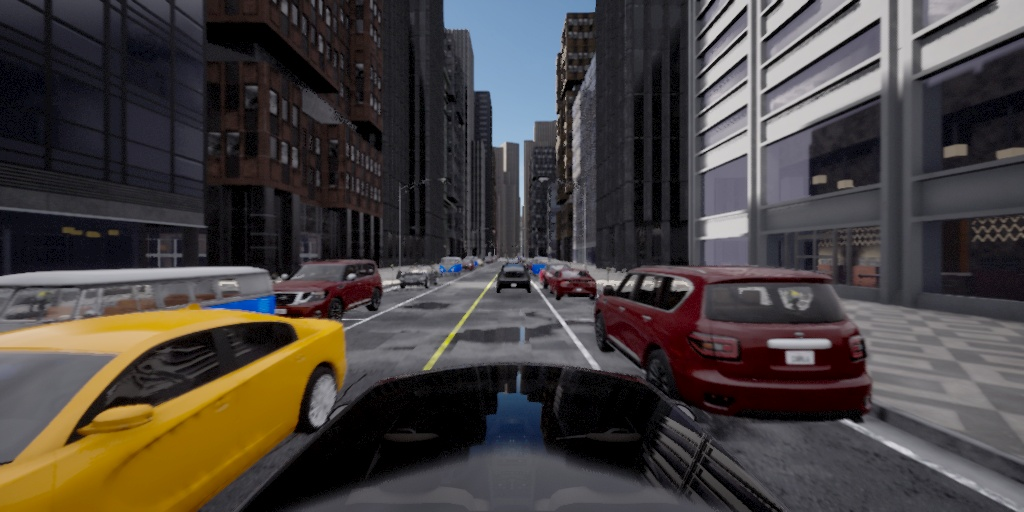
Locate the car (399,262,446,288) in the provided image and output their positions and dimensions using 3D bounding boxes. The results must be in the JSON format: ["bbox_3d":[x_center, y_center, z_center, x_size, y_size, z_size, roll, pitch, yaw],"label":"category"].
[{"bbox_3d":[-5.761,1.243,22.650,2.007,1.370,4.403,0,0,0],"label":"car"}]

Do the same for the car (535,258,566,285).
[{"bbox_3d":[2.764,1.127,22.659,1.967,1.591,4.097,0,0,0],"label":"car"}]

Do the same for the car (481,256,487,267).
[{"bbox_3d":[-5.761,1.112,61.746,1.751,1.417,4.829,0,0,0],"label":"car"}]

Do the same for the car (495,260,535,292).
[{"bbox_3d":[0.097,1.202,20.605,1.837,1.490,4.892,0,1,0],"label":"car"}]

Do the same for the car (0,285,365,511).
[{"bbox_3d":[-3.095,1.226,2.660,1.882,1.535,5.008,0,0,0],"label":"car"}]

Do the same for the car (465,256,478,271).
[{"bbox_3d":[-5.761,1.069,45.089,1.967,1.591,4.097,0,0,0],"label":"car"}]

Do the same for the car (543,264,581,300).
[{"bbox_3d":[2.764,1.249,17.051,1.888,1.381,4.507,0,0,0],"label":"car"}]

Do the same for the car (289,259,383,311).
[{"bbox_3d":[-5.761,1.039,11.431,2.192,1.841,5.009,0,0,0],"label":"car"}]

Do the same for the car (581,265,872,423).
[{"bbox_3d":[2.764,1.051,5.832,2.192,1.841,5.009,0,0,0],"label":"car"}]

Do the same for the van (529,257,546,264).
[{"bbox_3d":[2.764,0.997,33.878,1.690,1.789,3.998,0,0,0],"label":"van"}]

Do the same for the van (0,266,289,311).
[{"bbox_3d":[-5.761,1.082,5.822,1.690,1.789,3.998,0,0,0],"label":"van"}]

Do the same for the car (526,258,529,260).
[{"bbox_3d":[2.764,1.185,39.487,1.888,1.381,4.507,0,0,0],"label":"car"}]

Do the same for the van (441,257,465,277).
[{"bbox_3d":[-5.761,1.001,33.869,1.690,1.789,3.998,0,0,0],"label":"van"}]

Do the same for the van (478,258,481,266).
[{"bbox_3d":[-5.761,0.954,50.698,1.690,1.789,3.998,0,0,0],"label":"van"}]

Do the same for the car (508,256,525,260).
[{"bbox_3d":[0.100,1.126,42.028,2.128,1.511,4.902,0,0,0],"label":"car"}]
